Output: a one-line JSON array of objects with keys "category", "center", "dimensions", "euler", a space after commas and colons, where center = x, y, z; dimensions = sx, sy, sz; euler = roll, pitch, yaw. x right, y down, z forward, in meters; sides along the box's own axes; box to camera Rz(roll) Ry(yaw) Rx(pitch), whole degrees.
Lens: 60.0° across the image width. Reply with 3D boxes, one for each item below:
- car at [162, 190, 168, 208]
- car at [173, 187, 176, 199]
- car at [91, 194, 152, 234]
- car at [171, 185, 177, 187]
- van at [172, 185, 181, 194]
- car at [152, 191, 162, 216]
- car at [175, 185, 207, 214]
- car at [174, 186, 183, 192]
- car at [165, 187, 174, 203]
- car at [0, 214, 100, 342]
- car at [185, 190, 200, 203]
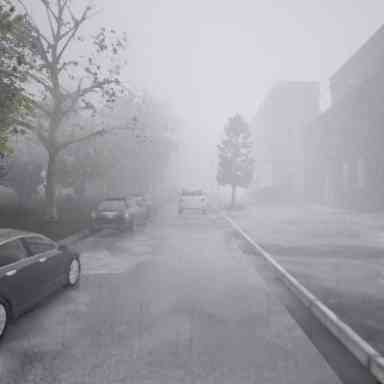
[{"category": "car", "center": [-3.653, 0.899, 28.438], "dimensions": [2.231, 1.521, 4.892], "euler": [0, 1, 2]}, {"category": "car", "center": [-3.651, 0.345, 50.752], "dimensions": [2.163, 1.488, 4.792], "euler": [0, 1, 2]}, {"category": "car", "center": [-3.655, 1.055, 17.272], "dimensions": [2.185, 1.767, 4.553], "euler": [0, 1, 2]}, {"category": "car", "center": [-3.652, -0.134, 67.423], "dimensions": [2.097, 1.535, 5.008], "euler": [0, 1, 2]}, {"category": "van", "center": [-3.648, -0.664, 78.676], "dimensions": [1.878, 1.987, 4.442], "euler": [0, 1, 2]}, {"category": "car", "center": [-3.655, 0.915, 22.841], "dimensions": [2.185, 1.767, 4.553], "euler": [0, 1, 2]}, {"category": "car", "center": [0.045, 0.671, 27.231], "dimensions": [2.150, 2.045, 5.566], "euler": [0, 2, 1]}, {"category": "car", "center": [-3.652, -0.730, 89.696], "dimensions": [2.097, 1.535, 5.008], "euler": [0, 1, 2]}, {"category": "car", "center": [-3.646, 0.602, 39.768], "dimensions": [1.946, 1.575, 5.366], "euler": [0, 1, 2]}, {"category": "car", "center": [-3.635, 1.420, 6.139], "dimensions": [2.231, 1.521, 4.892], "euler": [1, 1, 2]}, {"category": "car", "center": [0.078, 0.529, 43.655], "dimensions": [1.837, 1.490, 4.892], "euler": [0, 2, 0]}]
